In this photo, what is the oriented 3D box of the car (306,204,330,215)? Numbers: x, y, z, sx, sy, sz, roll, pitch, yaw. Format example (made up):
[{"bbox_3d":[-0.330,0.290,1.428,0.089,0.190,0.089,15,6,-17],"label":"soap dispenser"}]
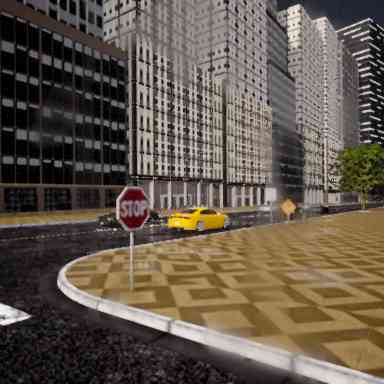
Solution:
[{"bbox_3d":[16.689,2.270,43.692,1.994,1.385,4.181,-1,-1,36],"label":"car"}]

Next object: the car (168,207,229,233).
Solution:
[{"bbox_3d":[0.578,1.739,21.619,1.882,1.535,5.008,-1,-1,36],"label":"car"}]

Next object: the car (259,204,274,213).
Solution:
[{"bbox_3d":[11.385,2.368,47.599,1.895,1.301,4.718,-1,-1,37],"label":"car"}]

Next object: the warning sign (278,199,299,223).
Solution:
[{"bbox_3d":[7.751,1.486,26.699,1.300,1.860,1.060,0,0,36],"label":"warning sign"}]

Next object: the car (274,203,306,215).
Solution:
[{"bbox_3d":[13.112,2.215,44.325,1.837,1.490,4.892,-1,-1,37],"label":"car"}]

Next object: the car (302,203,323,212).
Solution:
[{"bbox_3d":[19.151,2.479,52.666,1.895,1.301,4.718,-1,-1,36],"label":"car"}]

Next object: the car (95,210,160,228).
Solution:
[{"bbox_3d":[-4.767,1.872,25.602,2.033,1.411,5.357,-1,-1,36],"label":"car"}]
